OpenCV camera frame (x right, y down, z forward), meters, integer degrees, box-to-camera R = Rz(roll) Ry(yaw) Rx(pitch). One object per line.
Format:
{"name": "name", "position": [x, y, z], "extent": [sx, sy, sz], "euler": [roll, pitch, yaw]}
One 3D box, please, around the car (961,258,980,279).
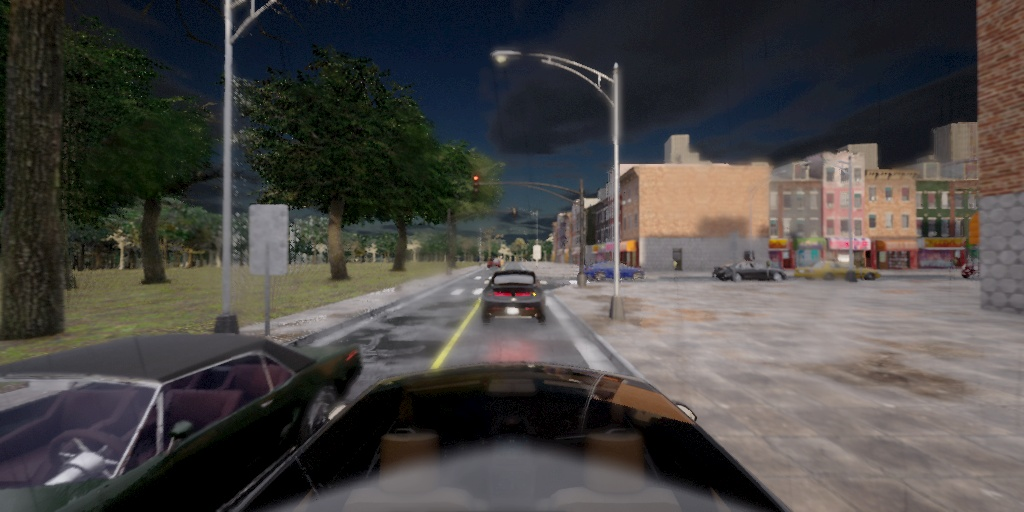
{"name": "car", "position": [32.553, 0.784, 23.635], "extent": [4.097, 1.591, 1.967], "euler": [0, 0, 0]}

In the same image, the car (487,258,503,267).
{"name": "car", "position": [-2.700, 1.091, 53.745], "extent": [1.882, 1.535, 5.008], "euler": [0, 0, 1]}

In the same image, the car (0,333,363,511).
{"name": "car", "position": [-2.841, 1.348, 2.337], "extent": [1.895, 1.301, 4.718], "euler": [0, 0, 0]}

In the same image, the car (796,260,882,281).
{"name": "car", "position": [21.375, 0.954, 23.587], "extent": [4.829, 1.417, 1.751], "euler": [0, 0, 0]}

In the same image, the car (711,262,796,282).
{"name": "car", "position": [15.531, 1.023, 23.562], "extent": [4.403, 1.370, 2.007], "euler": [0, 0, 0]}

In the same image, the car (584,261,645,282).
{"name": "car", "position": [7.252, 1.086, 26.033], "extent": [4.674, 1.442, 1.812], "euler": [0, -1, -10]}

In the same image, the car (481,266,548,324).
{"name": "car", "position": [0.106, 1.205, 11.685], "extent": [1.837, 1.490, 4.892], "euler": [0, -1, 2]}
